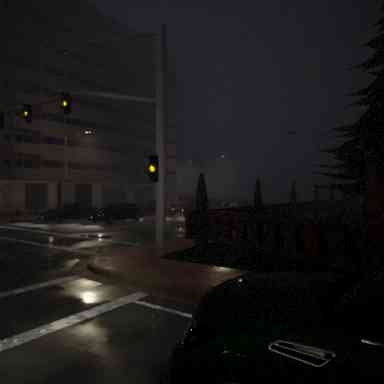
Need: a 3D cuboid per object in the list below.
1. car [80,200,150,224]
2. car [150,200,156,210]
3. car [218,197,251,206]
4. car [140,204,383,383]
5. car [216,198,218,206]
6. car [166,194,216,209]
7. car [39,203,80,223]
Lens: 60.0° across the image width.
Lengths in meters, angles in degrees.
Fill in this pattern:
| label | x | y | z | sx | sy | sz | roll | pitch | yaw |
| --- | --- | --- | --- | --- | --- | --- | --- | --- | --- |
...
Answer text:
| label | x | y | z | sx | sy | sz | roll | pitch | yaw |
| --- | --- | --- | --- | --- | --- | --- | --- | --- | --- |
| car | -5.754 | 1.557 | 25.595 | 1.837 | 1.490 | 4.892 | 0 | 0 | 35 |
| car | -4.399 | 1.577 | 33.657 | 1.812 | 1.442 | 4.674 | 0 | 0 | 35 |
| car | 5.676 | 1.404 | 42.017 | 2.097 | 1.767 | 4.553 | 0 | 0 | 35 |
| car | 2.427 | 1.222 | 2.130 | 5.566 | 2.045 | 2.150 | 0 | 0 | 37 |
| car | 2.602 | 1.556 | 43.731 | 1.837 | 1.490 | 4.892 | 0 | 0 | 35 |
| car | -0.198 | 1.273 | 33.590 | 2.150 | 2.045 | 5.566 | 0 | 0 | 35 |
| car | -9.605 | 1.577 | 26.186 | 1.812 | 1.442 | 4.674 | 0 | 0 | 35 |
